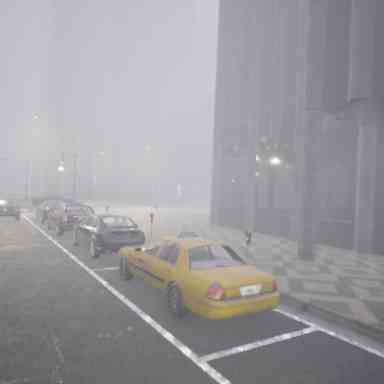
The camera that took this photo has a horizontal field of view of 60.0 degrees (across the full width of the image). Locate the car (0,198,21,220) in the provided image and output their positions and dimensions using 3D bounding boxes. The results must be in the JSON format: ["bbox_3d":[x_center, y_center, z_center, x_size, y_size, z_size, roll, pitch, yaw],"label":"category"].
[{"bbox_3d":[-12.578,1.075,22.239,2.033,1.411,5.357,3,0,-32],"label":"car"}]

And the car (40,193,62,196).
[{"bbox_3d":[-15.280,0.928,37.133,1.882,1.535,5.008,1,0,35],"label":"car"}]

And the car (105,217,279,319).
[{"bbox_3d":[-0.252,1.536,7.447,1.752,1.417,4.829,2,0,-32],"label":"car"}]

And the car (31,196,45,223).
[{"bbox_3d":[-9.082,1.225,21.680,2.008,1.369,4.403,2,0,-32],"label":"car"}]

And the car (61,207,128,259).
[{"bbox_3d":[-3.136,1.452,12.095,2.008,1.369,4.403,2,0,-32],"label":"car"}]

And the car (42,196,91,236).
[{"bbox_3d":[-6.105,1.228,16.888,1.967,1.590,4.097,2,0,-32],"label":"car"}]
